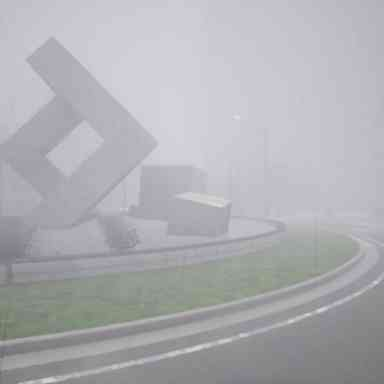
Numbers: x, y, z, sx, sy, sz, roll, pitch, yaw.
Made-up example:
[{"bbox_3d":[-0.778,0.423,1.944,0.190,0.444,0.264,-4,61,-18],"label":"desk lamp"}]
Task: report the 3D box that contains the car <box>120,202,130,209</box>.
[{"bbox_3d":[-15.283,3.071,75.699,1.994,1.385,4.181,0,-1,-7],"label":"car"}]
